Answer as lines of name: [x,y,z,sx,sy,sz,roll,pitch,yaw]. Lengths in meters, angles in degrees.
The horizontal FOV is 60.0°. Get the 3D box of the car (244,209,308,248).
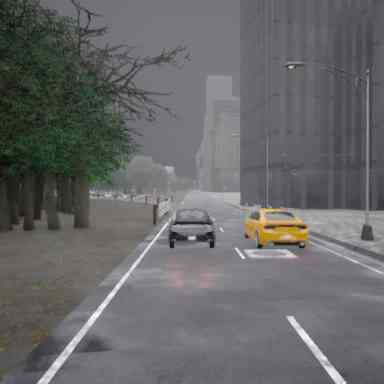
car: [3.500,1.479,14.652,1.882,1.535,5.008,0,0,0]

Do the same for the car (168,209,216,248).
car: [0.000,1.490,14.652,2.128,1.511,4.902,0,0,0]
